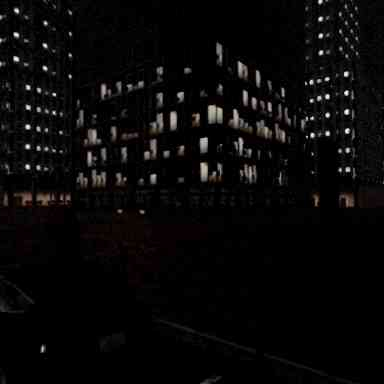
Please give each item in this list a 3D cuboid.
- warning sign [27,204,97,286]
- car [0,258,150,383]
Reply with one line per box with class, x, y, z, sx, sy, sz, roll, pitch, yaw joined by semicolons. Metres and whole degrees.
warning sign;-3.303;1.244;8.520;1.060;1.860;1.300;-1;-1;39
car;-2.465;1.638;4.829;4.313;1.339;1.947;0;-2;39
